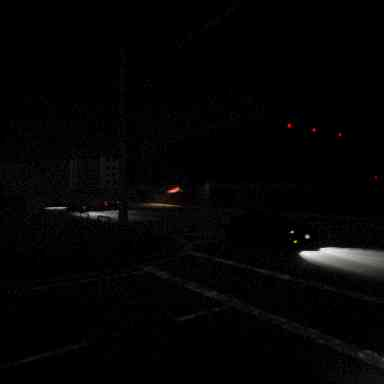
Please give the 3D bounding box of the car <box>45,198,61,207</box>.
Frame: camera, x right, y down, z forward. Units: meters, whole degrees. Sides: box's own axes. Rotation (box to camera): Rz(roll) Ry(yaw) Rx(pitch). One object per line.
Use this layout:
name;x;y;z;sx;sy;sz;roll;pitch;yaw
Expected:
car;-20.808;1.551;50.164;1.994;1.385;4.181;0;0;-34

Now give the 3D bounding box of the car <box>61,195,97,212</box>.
car;-13.136;1.479;38.509;2.128;1.511;4.902;0;0;-34

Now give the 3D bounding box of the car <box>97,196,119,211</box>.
car;-10.472;1.336;40.824;2.097;1.767;4.553;0;0;-34

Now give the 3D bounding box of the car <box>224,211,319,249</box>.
car;3.327;1.552;14.544;1.994;1.385;4.181;0;0;-36
